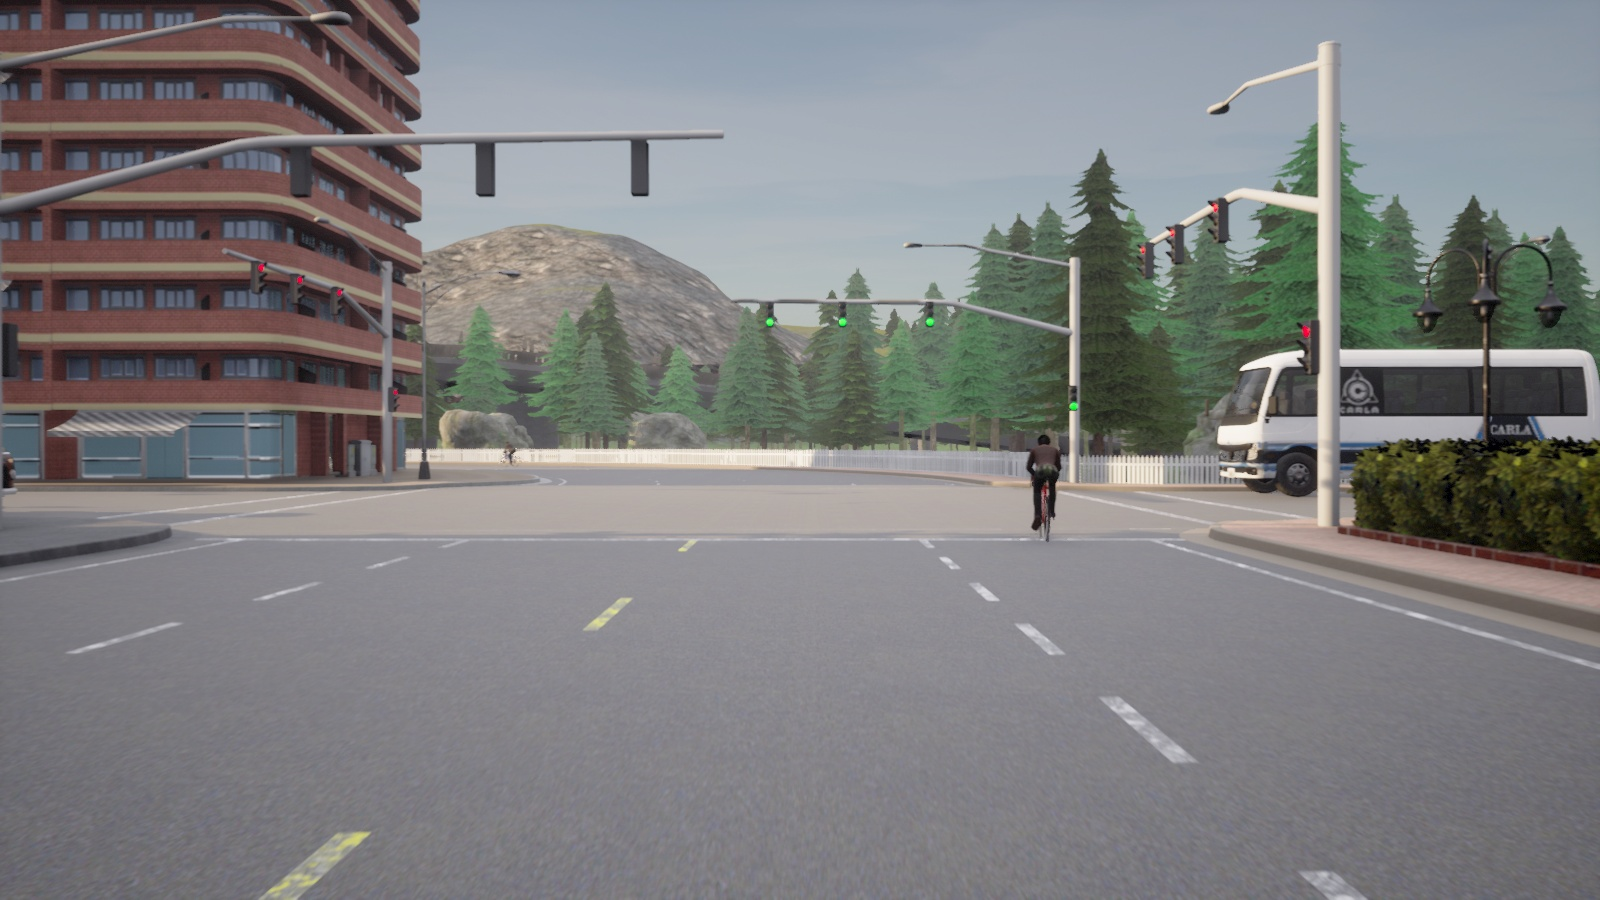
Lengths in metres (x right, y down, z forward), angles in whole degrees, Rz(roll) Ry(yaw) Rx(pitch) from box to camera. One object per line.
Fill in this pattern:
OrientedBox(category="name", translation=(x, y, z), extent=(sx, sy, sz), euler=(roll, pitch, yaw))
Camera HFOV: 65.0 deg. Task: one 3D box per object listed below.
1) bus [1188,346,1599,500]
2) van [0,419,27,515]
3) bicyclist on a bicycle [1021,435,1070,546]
OrientedBox(category="bus", translation=(17.084, -0.768, 36.735), extent=(10.273, 4.253, 3.944), euler=(0, 0, 1))
OrientedBox(category="van", translation=(-19.326, 0.359, 26.717), extent=(4.480, 2.038, 2.069), euler=(0, 0, 1))
OrientedBox(category="bicyclist on a bicycle", translation=(3.769, 0.593, 19.367), extent=(0.582, 1.620, 1.656), euler=(1, 0, 6))
